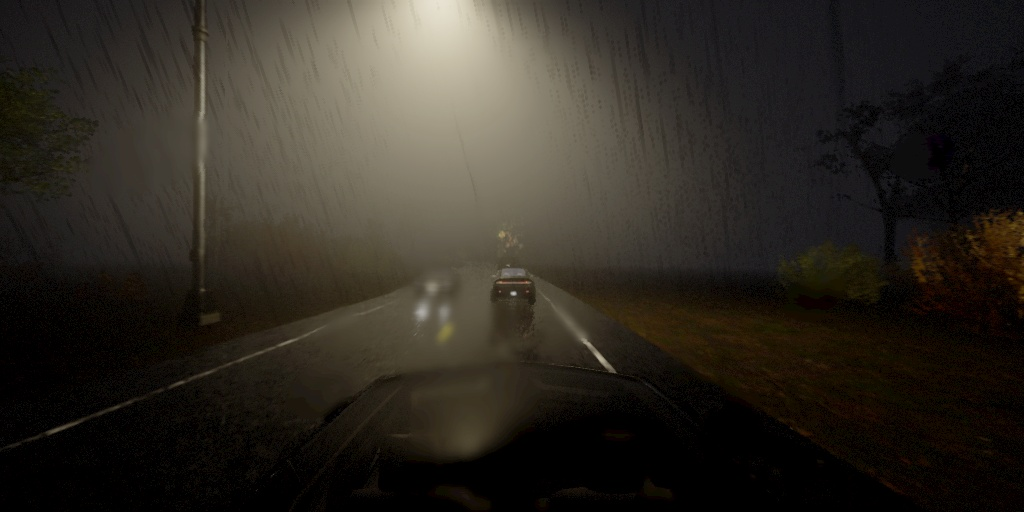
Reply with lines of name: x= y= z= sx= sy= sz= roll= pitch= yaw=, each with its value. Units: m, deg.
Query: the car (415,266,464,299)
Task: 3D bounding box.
car: x=-3.681 y=1.305 z=18.815 sx=2.128 sy=1.511 sz=4.902 roll=0 pitch=0 yaw=-1

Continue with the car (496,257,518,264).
car: x=-0.549 y=1.100 z=39.392 sx=2.150 sy=2.045 sz=5.566 roll=0 pitch=0 yaw=-3

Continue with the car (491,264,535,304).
car: x=0.040 y=1.298 z=16.881 sx=2.128 sy=1.511 sz=4.902 roll=0 pitch=0 yaw=-1
